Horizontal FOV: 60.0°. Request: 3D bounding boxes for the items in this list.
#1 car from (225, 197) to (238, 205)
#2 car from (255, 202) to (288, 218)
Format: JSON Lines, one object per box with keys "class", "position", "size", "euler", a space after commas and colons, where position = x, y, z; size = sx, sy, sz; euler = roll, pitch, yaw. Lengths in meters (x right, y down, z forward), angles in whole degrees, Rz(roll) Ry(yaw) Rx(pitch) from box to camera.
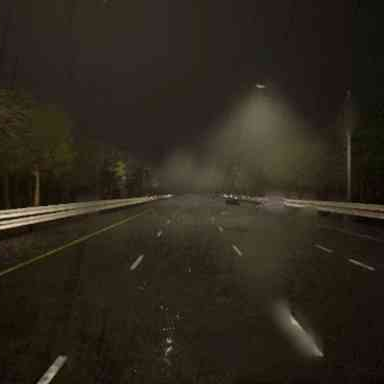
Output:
{"class": "car", "position": [7.004, 1.607, 59.398], "size": [1.994, 1.385, 4.181], "euler": [0, 0, 0]}
{"class": "car", "position": [6.986, 1.556, 29.711], "size": [2.033, 1.411, 5.357], "euler": [0, 0, 0]}
